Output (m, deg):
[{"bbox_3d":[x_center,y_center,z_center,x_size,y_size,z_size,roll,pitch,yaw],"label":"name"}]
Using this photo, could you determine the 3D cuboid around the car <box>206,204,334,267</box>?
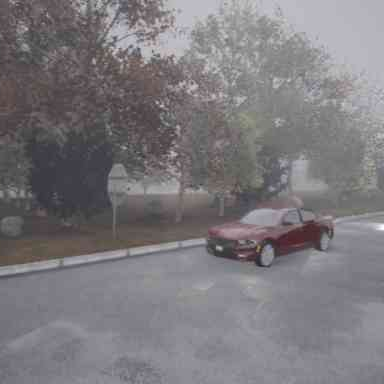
[{"bbox_3d":[2.611,1.170,10.537,5.008,1.535,1.882,-2,3,-41],"label":"car"}]
